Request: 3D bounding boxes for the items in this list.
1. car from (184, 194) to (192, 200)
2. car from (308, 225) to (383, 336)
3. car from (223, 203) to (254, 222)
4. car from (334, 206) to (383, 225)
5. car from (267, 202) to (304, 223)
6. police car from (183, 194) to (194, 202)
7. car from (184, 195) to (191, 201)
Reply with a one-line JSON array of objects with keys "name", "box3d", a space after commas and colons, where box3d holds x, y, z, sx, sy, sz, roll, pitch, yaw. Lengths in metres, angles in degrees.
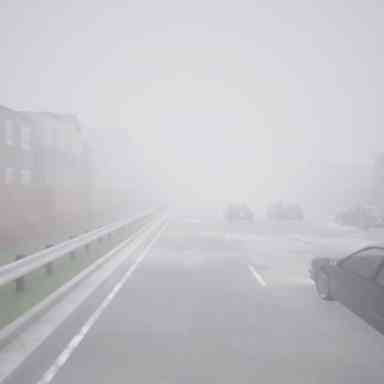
[{"name": "car", "box3d": [-1.060, 1.362, 92.209, 2.097, 1.767, 4.553, 0, 0, 0]}, {"name": "car", "box3d": [3.599, 1.548, 5.247, 2.033, 1.411, 5.357, 0, 0, 0]}, {"name": "car", "box3d": [3.597, 1.567, 26.347, 1.994, 1.385, 4.181, 0, 0, 0]}, {"name": "car", "box3d": [10.597, 1.550, 20.246, 2.033, 1.411, 5.357, 0, 0, 0]}, {"name": "car", "box3d": [7.097, 1.495, 25.672, 2.128, 1.511, 4.902, 0, 0, 0]}, {"name": "police car", "box3d": [-1.058, 1.435, 76.349, 1.930, 1.638, 5.238, 0, 0, 0]}, {"name": "car", "box3d": [-1.059, 1.536, 86.239, 1.812, 1.442, 4.674, 0, 0, 0]}]
